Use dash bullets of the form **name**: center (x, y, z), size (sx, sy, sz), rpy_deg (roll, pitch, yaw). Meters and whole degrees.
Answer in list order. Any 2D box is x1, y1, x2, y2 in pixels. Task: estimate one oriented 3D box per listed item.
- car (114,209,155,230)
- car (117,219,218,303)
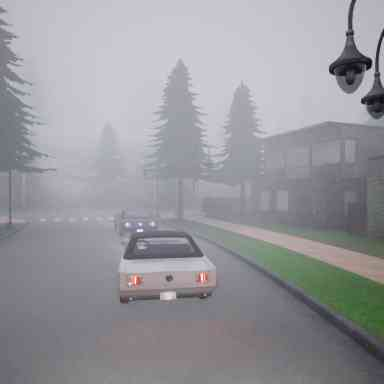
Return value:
- **car**: center (-3.203, 1.601, 18.288), size (1.895, 1.301, 4.718), rpy_deg (0, 0, -18)
- **car**: center (-0.809, 1.601, 8.239), size (1.895, 1.301, 4.718), rpy_deg (0, 0, -10)
